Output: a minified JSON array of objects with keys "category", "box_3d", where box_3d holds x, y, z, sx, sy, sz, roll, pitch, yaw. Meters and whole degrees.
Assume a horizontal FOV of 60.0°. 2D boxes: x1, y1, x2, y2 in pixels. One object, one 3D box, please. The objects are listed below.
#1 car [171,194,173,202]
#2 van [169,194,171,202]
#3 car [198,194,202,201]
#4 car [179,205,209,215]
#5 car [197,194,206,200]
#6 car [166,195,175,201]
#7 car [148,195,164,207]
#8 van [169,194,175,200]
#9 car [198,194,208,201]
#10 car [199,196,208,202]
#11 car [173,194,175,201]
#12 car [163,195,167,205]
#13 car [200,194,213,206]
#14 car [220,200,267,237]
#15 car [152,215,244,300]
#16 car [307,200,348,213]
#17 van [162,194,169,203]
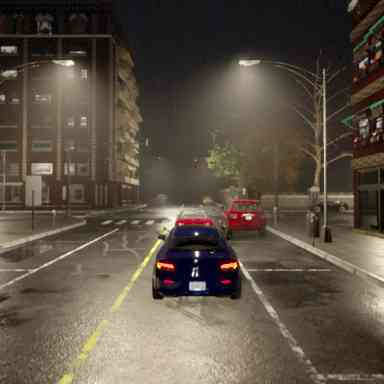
[{"category":"car","box_3d":[-5.690,1.629,72.863,1.802,1.307,4.206,1,0,0]},{"category":"van","box_3d":[-5.685,1.382,67.324,1.690,1.788,3.998,1,0,0]},{"category":"car","box_3d":[2.690,1.597,72.856,2.008,1.369,4.403,1,0,0]},{"category":"car","box_3d":[0.097,1.607,18.025,1.895,1.301,4.718,0,0,0]},{"category":"car","box_3d":[2.690,1.387,95.008,2.192,1.841,5.009,1,0,0]},{"category":"car","box_3d":[-5.694,1.616,89.479,2.008,1.369,4.403,1,0,0]},{"category":"car","box_3d":[-5.686,1.609,50.709,1.802,1.307,4.206,1,0,0]},{"category":"van","box_3d":[-5.691,1.413,95.017,1.690,1.788,3.998,1,0,0]},{"category":"car","box_3d":[2.692,1.374,83.933,2.192,1.841,5.009,1,0,0]},{"category":"car","box_3d":[2.688,1.618,78.395,1.947,1.339,4.313,1,0,0]},{"category":"car","box_3d":[-5.691,1.603,78.402,2.008,1.369,4.403,1,0,0]},{"category":"car","box_3d":[-5.687,1.614,56.246,1.802,1.307,4.206,1,0,0]},{"category":"car","box_3d":[2.693,1.557,56.412,1.752,1.417,4.829,1,0,0]},{"category":"car","box_3d":[2.705,1.322,18.212,2.192,1.841,5.009,1,0,0]},{"category":"car","box_3d":[0.100,1.528,8.281,1.812,1.442,4.674,0,0,0]},{"category":"car","box_3d":[15.206,1.606,37.247,4.313,1.339,1.947,0,-1,1]},{"category":"van","box_3d":[-5.684,1.377,61.785,1.690,1.788,3.998,1,0,0]}]
